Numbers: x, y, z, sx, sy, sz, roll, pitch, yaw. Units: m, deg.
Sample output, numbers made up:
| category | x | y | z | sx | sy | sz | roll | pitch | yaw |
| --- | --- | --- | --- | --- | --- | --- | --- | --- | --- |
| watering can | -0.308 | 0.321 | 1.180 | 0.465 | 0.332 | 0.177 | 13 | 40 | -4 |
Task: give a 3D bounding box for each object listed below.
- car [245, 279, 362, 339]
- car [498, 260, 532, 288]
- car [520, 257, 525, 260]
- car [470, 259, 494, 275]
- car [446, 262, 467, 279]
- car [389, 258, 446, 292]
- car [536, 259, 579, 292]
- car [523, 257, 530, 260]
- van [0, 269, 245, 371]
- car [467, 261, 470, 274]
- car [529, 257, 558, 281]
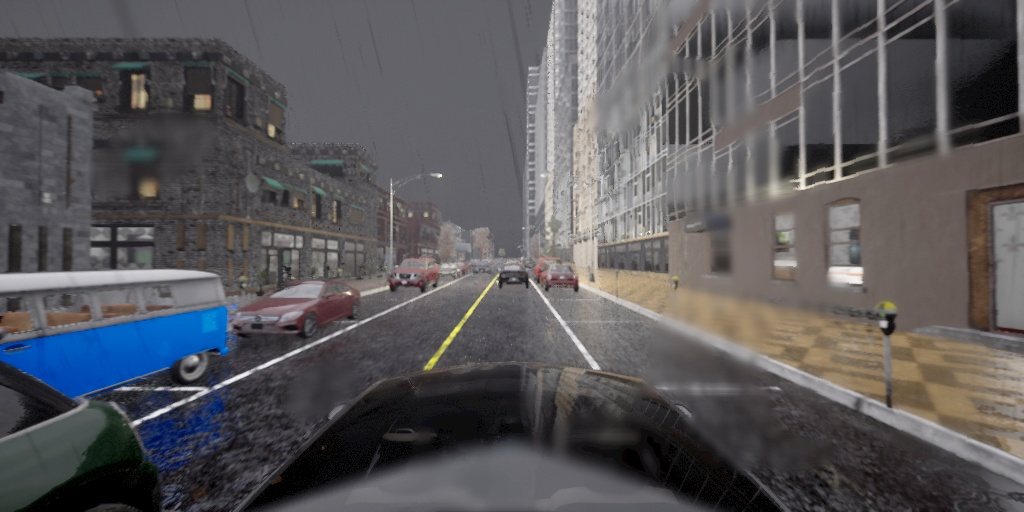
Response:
| category | x | y | z | sx | sy | sz | roll | pitch | yaw |
| --- | --- | --- | --- | --- | --- | --- | --- | --- | --- |
| car | -5.681 | 1.329 | 10.085 | 1.802 | 1.307 | 4.207 | 0 | 0 | 0 |
| car | 0.115 | 1.220 | 23.621 | 1.882 | 1.535 | 5.008 | 0 | 0 | 0 |
| car | 0.129 | 1.215 | 40.368 | 1.882 | 1.535 | 5.008 | 0 | 0 | 0 |
| car | -3.049 | 1.301 | 38.473 | 1.994 | 1.385 | 4.181 | 0 | 0 | 0 |
| car | -5.661 | 1.289 | 32.660 | 2.007 | 1.370 | 4.403 | 0 | 0 | 0 |
| car | -5.671 | 1.057 | 21.373 | 2.192 | 1.841 | 5.009 | 0 | 0 | 0 |
| car | 2.710 | 1.183 | 21.309 | 1.967 | 1.591 | 4.097 | 0 | 0 | 0 |
| car | 2.741 | 1.300 | 55.173 | 1.948 | 1.339 | 4.313 | 0 | 0 | 0 |
| van | -5.686 | 1.089 | 4.440 | 1.690 | 1.789 | 3.998 | 0 | 0 | 0 |
| car | -5.656 | 1.282 | 38.304 | 1.888 | 1.381 | 4.507 | 0 | 0 | 0 |
| car | 2.715 | 1.056 | 26.953 | 2.192 | 1.841 | 5.009 | 0 | 0 | 0 |
